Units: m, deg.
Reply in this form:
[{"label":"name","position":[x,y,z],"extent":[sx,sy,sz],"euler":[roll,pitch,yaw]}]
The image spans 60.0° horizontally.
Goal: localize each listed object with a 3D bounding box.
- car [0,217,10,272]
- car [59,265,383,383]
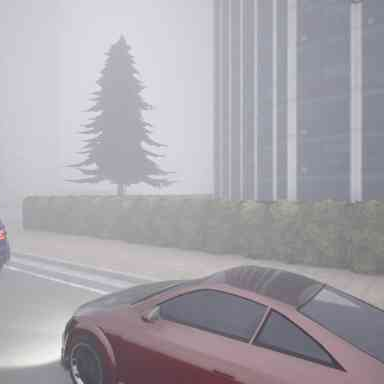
[{"label":"car","position":[-7.179,1.221,9.072],"extent":[5.566,2.045,2.150],"euler":[0,0,35]},{"label":"car","position":[0.434,1.564,3.683],"extent":[4.181,1.385,1.994],"euler":[0,0,35]}]
